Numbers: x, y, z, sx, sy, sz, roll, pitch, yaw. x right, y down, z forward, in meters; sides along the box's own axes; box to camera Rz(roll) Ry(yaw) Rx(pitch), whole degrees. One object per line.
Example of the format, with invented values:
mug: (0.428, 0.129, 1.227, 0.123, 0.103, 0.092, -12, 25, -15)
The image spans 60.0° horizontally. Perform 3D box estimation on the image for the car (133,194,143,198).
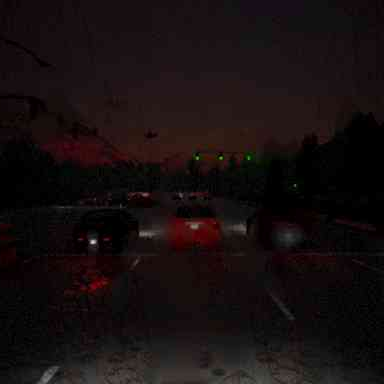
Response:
car: (-10.506, 1.097, 64.240, 2.097, 1.767, 4.553, 0, 0, 0)

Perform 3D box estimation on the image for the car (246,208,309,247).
car: (3.597, 1.433, 14.678, 2.128, 1.511, 4.902, 0, 0, 0)

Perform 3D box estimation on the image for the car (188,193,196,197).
car: (0.009, 1.221, 74.632, 2.128, 1.511, 4.902, 0, 0, 0)

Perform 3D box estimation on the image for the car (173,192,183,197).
car: (-3.491, 1.219, 75.049, 1.812, 1.442, 4.674, 0, 0, 0)

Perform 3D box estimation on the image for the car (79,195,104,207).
car: (-14.071, 1.161, 47.882, 2.097, 1.767, 4.553, 0, 0, 0)

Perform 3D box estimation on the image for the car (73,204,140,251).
car: (-3.403, 1.449, 13.880, 1.837, 1.490, 4.892, 0, 0, 0)

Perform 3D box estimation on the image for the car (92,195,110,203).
car: (-17.493, 1.288, 64.457, 2.033, 1.411, 5.357, 0, 0, 0)

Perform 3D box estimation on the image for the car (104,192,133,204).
car: (-10.571, 1.028, 48.343, 2.150, 2.045, 5.566, 0, 0, 0)

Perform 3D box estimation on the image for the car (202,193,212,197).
car: (3.509, 1.221, 74.632, 2.128, 1.511, 4.902, 0, 0, 0)

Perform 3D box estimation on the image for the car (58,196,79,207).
car: (-17.568, 1.354, 48.344, 2.033, 1.411, 5.357, 0, 0, 0)

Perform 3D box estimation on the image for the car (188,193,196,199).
car: (0.010, 1.019, 85.051, 1.812, 1.442, 4.674, 0, 0, 0)

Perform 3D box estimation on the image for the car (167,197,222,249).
car: (0.096, 1.294, 14.417, 2.097, 1.767, 4.553, 0, 0, 0)

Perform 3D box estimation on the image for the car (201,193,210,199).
car: (3.510, 1.021, 85.051, 2.128, 1.511, 4.902, 0, 0, 0)
